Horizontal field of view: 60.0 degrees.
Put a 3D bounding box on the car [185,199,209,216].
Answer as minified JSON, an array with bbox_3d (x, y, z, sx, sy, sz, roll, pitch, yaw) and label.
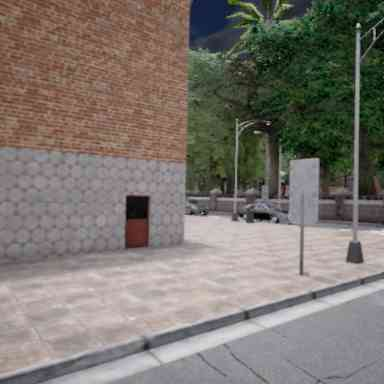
[{"bbox_3d":[-0.296,1.454,33.524,2.097,1.767,4.553,2,-1,-36],"label":"car"}]

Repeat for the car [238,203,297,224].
[{"bbox_3d":[5.641,1.600,25.309,2.128,1.511,4.902,2,-1,-36],"label":"car"}]
